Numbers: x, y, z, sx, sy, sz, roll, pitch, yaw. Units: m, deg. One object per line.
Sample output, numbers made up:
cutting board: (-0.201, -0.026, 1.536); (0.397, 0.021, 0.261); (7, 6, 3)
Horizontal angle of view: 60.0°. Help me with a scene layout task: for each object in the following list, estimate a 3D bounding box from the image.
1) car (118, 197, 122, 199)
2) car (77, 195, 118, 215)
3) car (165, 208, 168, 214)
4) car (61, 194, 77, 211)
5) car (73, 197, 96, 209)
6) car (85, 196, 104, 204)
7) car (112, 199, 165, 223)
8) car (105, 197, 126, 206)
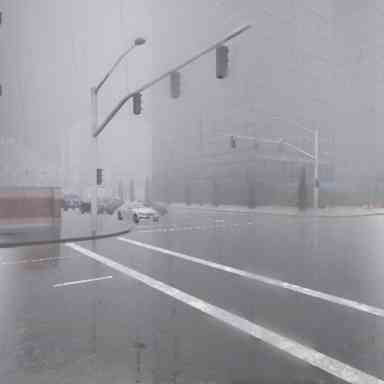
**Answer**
car: (-9.779, 1.352, 39.563); (2.097, 1.767, 4.553); (0, 0, -36)
car: (-9.518, 1.352, 33.187); (2.097, 1.767, 4.553); (0, 0, -36)
car: (-4.402, 1.547, 32.049); (2.033, 1.411, 5.357); (0, 0, -36)
car: (-15.112, 1.221, 41.003); (2.150, 2.045, 5.566); (0, 0, -36)
car: (-15.406, 1.526, 47.447); (1.812, 1.442, 4.674); (0, 0, -35)
car: (-19.014, 1.492, 64.832); (2.128, 1.511, 4.902); (0, 0, -36)
car: (-4.294, 1.526, 25.887); (1.812, 1.442, 4.674); (0, 0, -36)
car: (-13.048, 1.526, 56.497); (1.812, 1.442, 4.674); (0, 0, -36)
